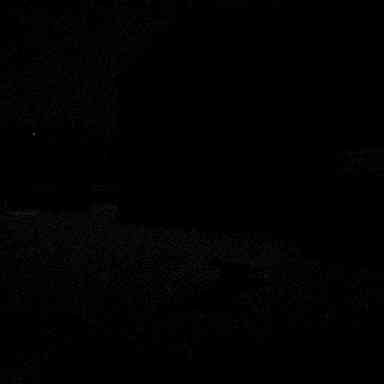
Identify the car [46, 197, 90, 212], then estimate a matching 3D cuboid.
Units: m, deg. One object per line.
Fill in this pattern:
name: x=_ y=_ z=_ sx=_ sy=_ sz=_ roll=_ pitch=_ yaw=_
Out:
car: x=-13.847 y=1.384 z=37.185 sx=1.882 sy=1.535 sz=5.008 roll=0 pitch=0 yaw=36
